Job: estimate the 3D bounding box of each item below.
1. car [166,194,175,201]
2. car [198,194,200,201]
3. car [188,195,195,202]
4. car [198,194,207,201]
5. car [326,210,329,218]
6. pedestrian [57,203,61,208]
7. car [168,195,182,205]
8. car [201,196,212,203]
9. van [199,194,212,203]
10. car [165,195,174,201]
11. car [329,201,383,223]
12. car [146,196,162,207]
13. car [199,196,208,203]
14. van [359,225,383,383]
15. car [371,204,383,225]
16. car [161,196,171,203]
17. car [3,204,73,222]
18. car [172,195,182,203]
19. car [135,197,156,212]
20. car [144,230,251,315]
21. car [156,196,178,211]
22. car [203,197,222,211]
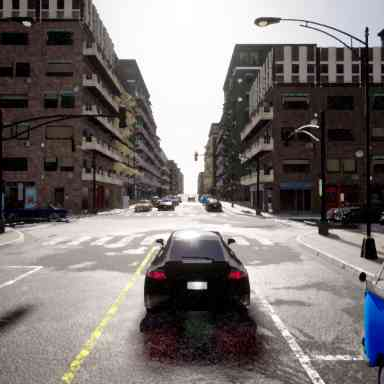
[{"bbox_3d":[-5.823,1.480,90.797,1.967,1.590,4.097,1,0,0],"label":"car"},{"bbox_3d":[2.592,1.552,68.409,1.752,1.417,4.829,1,0,0],"label":"car"},{"bbox_3d":[-0.131,1.559,80.557,2.128,1.511,4.902,0,0,0],"label":"car"},{"bbox_3d":[2.568,1.352,85.167,2.192,1.841,5.009,1,0,0],"label":"car"},{"bbox_3d":[13.596,1.608,28.229,4.097,1.590,1.967,0,-1,1],"label":"car"},{"bbox_3d":[-12.590,1.597,31.437,0.500,1.100,0.500,0,-1,1],"label":"pedestrian"},{"bbox_3d":[-3.179,1.498,56.104,1.882,1.535,5.008,0,0,0],"label":"car"},{"bbox_3d":[2.629,1.567,45.669,2.008,1.369,4.403,1,0,0],"label":"car"},{"bbox_3d":[2.614,1.362,56.954,1.690,1.788,3.998,1,0,0],"label":"van"},{"bbox_3d":[-5.816,1.587,85.154,2.008,1.369,4.403,1,0,0],"label":"car"},{"bbox_3d":[13.492,1.473,25.640,4.553,1.767,2.097,0,-1,1],"label":"car"},{"bbox_3d":[-5.759,1.459,51.298,1.967,1.590,4.097,1,0,0],"label":"car"},{"bbox_3d":[2.582,1.612,73.882,1.802,1.307,4.206,1,0,0],"label":"car"},{"bbox_3d":[2.670,1.342,2.080,1.690,1.788,3.998,1,0,0],"label":"van"},{"bbox_3d":[13.506,1.583,19.848,4.313,1.339,1.947,0,-1,1],"label":"car"},{"bbox_3d":[-5.797,1.575,73.869,1.887,1.381,4.507,1,0,0],"label":"car"},{"bbox_3d":[-11.811,1.576,25.726,4.718,1.301,1.895,0,-1,-6],"label":"car"},{"bbox_3d":[-3.114,1.505,70.097,1.882,1.535,5.008,0,0,0],"label":"car"},{"bbox_3d":[-5.741,1.539,39.843,1.752,1.417,4.829,1,0,0],"label":"car"},{"bbox_3d":[0.088,1.566,7.683,1.994,1.385,4.181,0,0,0],"label":"car"},{"bbox_3d":[-3.166,1.576,41.007,1.994,1.385,4.181,0,0,0],"label":"car"},{"bbox_3d":[2.638,1.580,40.027,1.947,1.339,4.313,1,0,0],"label":"car"}]
